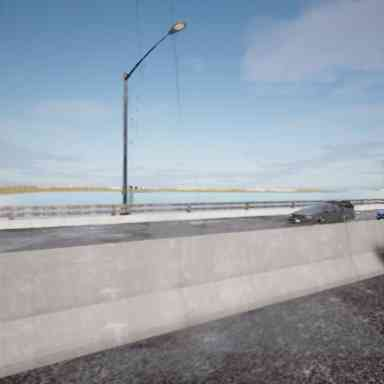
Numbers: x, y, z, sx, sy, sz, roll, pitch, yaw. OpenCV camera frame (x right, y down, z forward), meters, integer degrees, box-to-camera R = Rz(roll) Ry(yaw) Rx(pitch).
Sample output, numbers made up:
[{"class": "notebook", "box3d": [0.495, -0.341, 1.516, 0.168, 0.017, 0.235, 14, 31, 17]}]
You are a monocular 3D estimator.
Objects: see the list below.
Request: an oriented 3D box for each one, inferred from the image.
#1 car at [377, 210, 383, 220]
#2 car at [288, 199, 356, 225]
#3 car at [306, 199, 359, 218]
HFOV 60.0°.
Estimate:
[{"class": "car", "box3d": [14.149, 1.412, 21.901, 5.008, 1.535, 1.882, 0, 0, -34]}, {"class": "car", "box3d": [8.947, 1.451, 22.642, 5.357, 1.411, 2.033, 0, 0, -34]}, {"class": "car", "box3d": [12.346, 1.384, 29.107, 4.892, 1.490, 1.837, 0, 0, -34]}]
